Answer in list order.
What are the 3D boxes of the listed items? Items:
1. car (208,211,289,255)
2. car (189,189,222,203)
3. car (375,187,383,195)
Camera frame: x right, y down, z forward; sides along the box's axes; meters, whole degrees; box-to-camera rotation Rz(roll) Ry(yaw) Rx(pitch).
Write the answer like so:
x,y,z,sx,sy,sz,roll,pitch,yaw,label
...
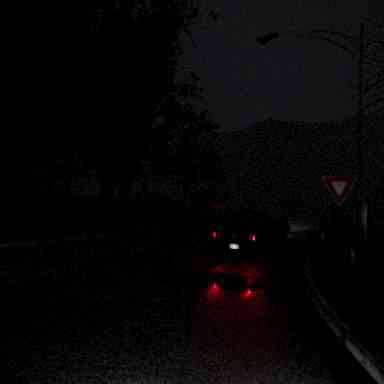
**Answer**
x,y,z,sx,sy,sz,roll,pitch,yaw,label
2.345,1.358,12.496,1.895,1.301,4.718,1,2,27,car
1.396,0.385,37.203,2.128,1.511,4.902,-1,2,-29,car
30.320,-0.350,50.572,2.185,1.767,4.553,-1,2,-20,car
